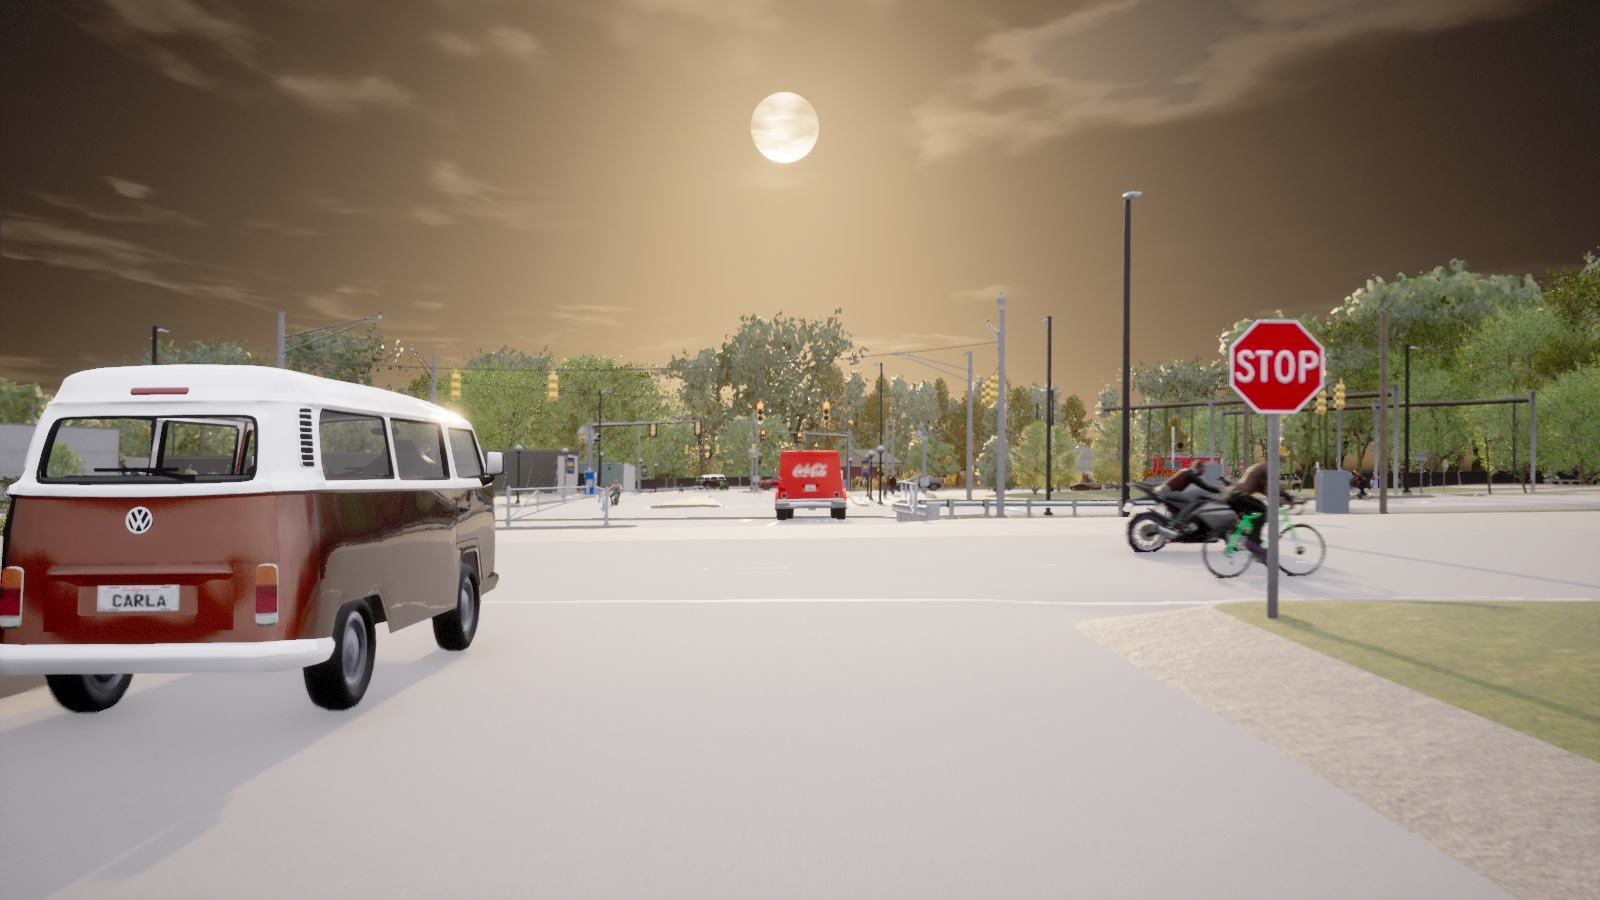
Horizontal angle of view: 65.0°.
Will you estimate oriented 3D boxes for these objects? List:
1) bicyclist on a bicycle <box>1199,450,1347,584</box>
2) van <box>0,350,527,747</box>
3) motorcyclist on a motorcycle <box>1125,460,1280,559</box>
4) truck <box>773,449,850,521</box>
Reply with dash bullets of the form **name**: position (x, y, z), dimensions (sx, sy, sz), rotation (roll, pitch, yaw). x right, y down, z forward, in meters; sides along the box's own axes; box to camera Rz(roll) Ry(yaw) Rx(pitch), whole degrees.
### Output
- **bicyclist on a bicycle**: position (5.917, 0.820, 15.722), dimensions (1.656, 1.620, 0.582), rotation (0, 0, -8)
- **van**: position (-3.440, 0.548, 8.746), dimensions (2.069, 2.038, 4.480), rotation (-1, -1, 0)
- **motorcyclist on a motorcycle**: position (6.469, 0.944, 20.252), dimensions (2.191, 1.530, 0.866), rotation (-1, 0, -2)
- **truck**: position (0.442, 1.310, 46.089), dimensions (2.627, 2.467, 5.204), rotation (-1, -2, 1)
